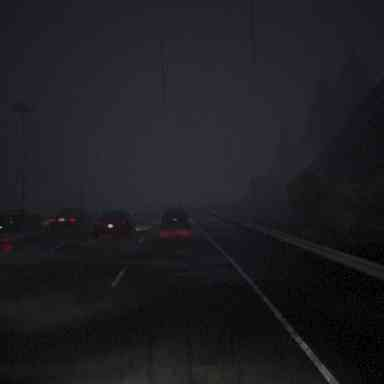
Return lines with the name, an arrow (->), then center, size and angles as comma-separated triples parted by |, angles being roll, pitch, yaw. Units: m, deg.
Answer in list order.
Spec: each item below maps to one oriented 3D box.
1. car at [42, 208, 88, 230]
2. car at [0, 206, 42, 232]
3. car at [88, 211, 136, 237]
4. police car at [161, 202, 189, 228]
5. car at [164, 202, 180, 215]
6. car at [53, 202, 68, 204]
car -> -8.177, 1.807, 23.047 | 2.033, 1.411, 5.357 | 0, -1, -4
car -> -11.626, 1.857, 22.184 | 1.895, 1.301, 4.718 | 0, -1, -4
car -> -4.413, 1.777, 19.383 | 1.994, 1.385, 4.181 | 0, -1, -4
police car -> -1.308, 1.691, 24.931 | 1.930, 1.638, 5.238 | 0, -1, -4
car -> -2.541, 1.967, 41.312 | 1.812, 1.442, 4.674 | 0, -1, -4
car -> -25.419, 2.199, 63.923 | 1.882, 1.535, 5.008 | 0, -1, -4
